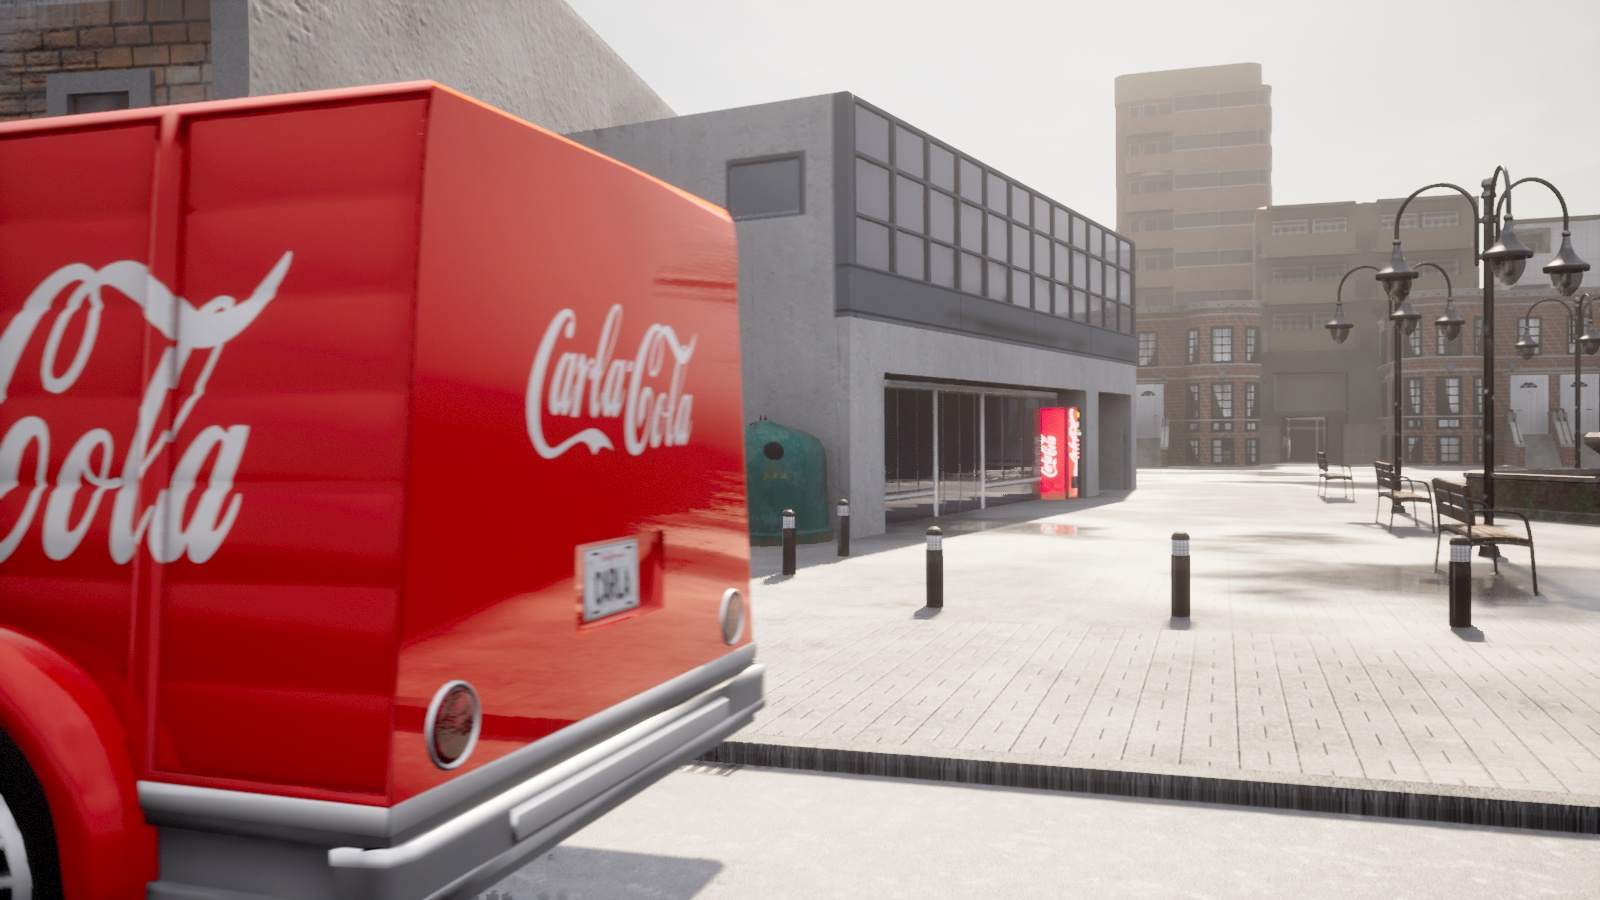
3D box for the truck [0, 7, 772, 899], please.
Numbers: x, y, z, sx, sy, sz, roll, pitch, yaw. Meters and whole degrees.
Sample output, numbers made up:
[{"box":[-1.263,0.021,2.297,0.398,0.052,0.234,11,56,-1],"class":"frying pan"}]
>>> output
[{"box":[-3.002,0.279,4.720,5.204,2.467,2.627,0,1,19],"class":"truck"}]
